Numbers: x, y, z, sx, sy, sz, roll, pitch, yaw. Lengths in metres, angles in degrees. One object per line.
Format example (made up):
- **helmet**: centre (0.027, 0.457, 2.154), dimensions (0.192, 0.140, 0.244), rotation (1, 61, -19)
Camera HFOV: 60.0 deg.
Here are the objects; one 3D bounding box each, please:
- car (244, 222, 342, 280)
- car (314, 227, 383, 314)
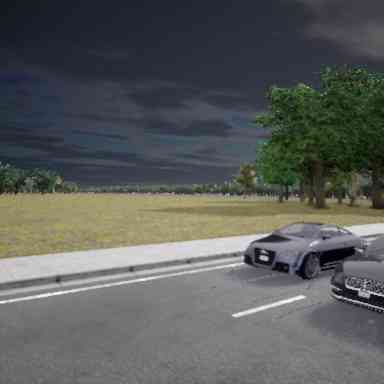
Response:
- **car**: centre (3.587, 1.633, 10.223), dimensions (4.181, 1.385, 1.994), rotation (1, 0, -35)
- **car**: centre (4.992, 1.569, 7.232), dimensions (4.892, 1.490, 1.837), rotation (1, 0, -35)
